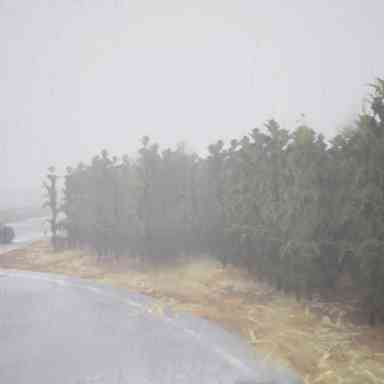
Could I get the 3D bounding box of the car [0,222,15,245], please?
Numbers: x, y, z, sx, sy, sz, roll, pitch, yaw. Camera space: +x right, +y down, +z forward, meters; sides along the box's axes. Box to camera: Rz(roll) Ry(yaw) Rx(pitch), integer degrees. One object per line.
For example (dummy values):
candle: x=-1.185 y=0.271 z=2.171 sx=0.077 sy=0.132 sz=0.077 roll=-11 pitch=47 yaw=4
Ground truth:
car: x=-9.433 y=1.831 z=14.594 sx=1.994 sy=1.385 sz=4.181 roll=-1 pitch=0 yaw=-9
